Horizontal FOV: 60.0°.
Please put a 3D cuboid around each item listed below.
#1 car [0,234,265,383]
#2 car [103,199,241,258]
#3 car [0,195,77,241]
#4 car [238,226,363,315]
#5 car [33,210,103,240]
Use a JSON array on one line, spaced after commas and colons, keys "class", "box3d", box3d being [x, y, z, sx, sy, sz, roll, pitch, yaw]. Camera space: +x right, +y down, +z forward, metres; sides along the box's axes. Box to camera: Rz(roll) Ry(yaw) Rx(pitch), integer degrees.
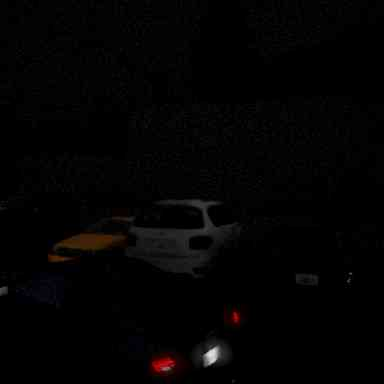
[{"class": "car", "box3d": [-1.434, 1.560, 4.401, 4.181, 1.385, 1.994, 0, 0, 36]}, {"class": "car", "box3d": [0.073, 1.230, 9.467, 2.435, 2.045, 5.566, 0, -1, 15]}, {"class": "car", "box3d": [-7.268, 1.187, 14.640, 2.435, 2.045, 5.566, 1, 0, 16]}, {"class": "car", "box3d": [2.512, 1.515, 7.723, 2.163, 1.488, 4.792, 0, -1, 15]}, {"class": "car", "box3d": [-2.427, 1.466, 11.004, 1.946, 1.575, 5.366, 1, 0, 15]}]
